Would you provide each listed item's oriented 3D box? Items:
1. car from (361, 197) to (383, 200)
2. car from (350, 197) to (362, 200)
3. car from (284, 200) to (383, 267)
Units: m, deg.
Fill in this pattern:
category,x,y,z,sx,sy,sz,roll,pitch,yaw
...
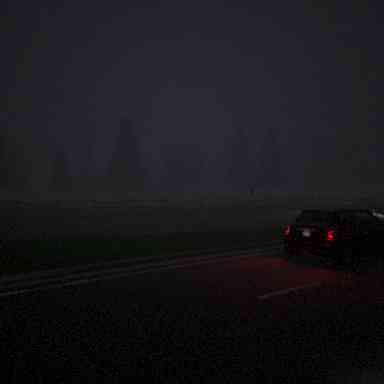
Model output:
category,x,y,z,sx,sy,sz,roll,pitch,yaw
car,19.618,1.370,32.710,5.357,1.411,2.033,0,0,-26
car,18.021,1.305,35.822,5.008,1.535,1.882,0,0,-26
car,5.323,1.300,11.415,4.553,1.767,2.097,0,0,-33
